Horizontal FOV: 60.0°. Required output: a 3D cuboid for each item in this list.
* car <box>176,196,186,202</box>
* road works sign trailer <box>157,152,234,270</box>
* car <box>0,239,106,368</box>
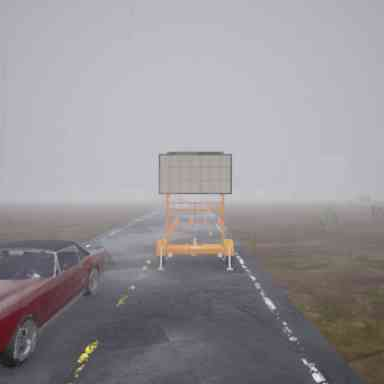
[{"bbox_3d":[-2.284,1.567,69.809,1.837,1.490,4.892,0,0,1],"label":"car"},{"bbox_3d":[0.110,0.474,11.050,2.380,3.560,2.880,0,0,1],"label":"road works sign trailer"},{"bbox_3d":[-3.041,1.606,5.876,1.895,1.301,4.718,0,0,1],"label":"car"}]
